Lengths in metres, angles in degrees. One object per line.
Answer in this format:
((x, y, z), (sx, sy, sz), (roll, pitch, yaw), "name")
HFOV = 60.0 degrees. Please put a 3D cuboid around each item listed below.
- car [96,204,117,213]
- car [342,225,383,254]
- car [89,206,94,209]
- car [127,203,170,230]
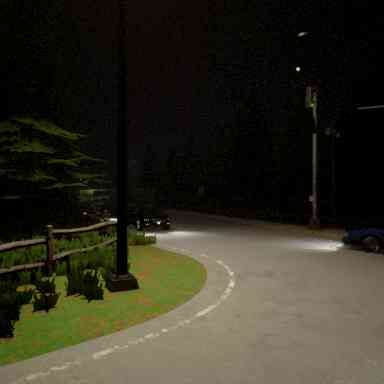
((-7.045, 1.537, 29.761), (1.994, 1.385, 4.181), (0, 0, -24), "car")
((8.274, 1.525, 11.591), (5.357, 1.411, 2.033), (0, 0, 39), "car")
((-11.219, 1.498, 39.095), (1.812, 1.442, 4.674), (0, 0, -24), "car")
((-2.893, 1.478, 20.716), (1.837, 1.490, 4.892), (0, 0, -25), "car")
